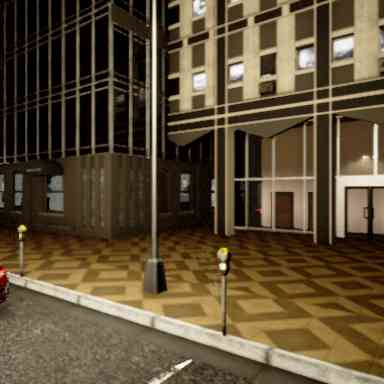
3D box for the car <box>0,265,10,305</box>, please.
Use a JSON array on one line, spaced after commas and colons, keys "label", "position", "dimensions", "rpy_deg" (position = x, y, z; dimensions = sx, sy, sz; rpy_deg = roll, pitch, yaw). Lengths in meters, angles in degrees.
[{"label": "car", "position": [-5.235, 1.578, 6.610], "dimensions": [4.206, 1.307, 1.802], "rpy_deg": [0, 0, 36]}]
